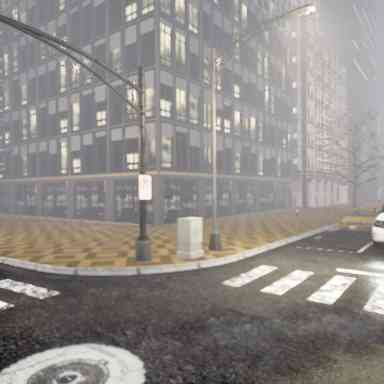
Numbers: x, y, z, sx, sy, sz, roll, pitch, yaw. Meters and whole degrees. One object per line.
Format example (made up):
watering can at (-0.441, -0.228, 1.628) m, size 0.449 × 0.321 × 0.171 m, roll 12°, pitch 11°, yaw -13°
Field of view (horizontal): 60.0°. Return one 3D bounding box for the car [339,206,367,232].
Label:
car at (9.836, 1.521, 19.333) m, size 1.752 × 1.417 × 4.829 m, roll -1°, pitch 0°, yaw 36°

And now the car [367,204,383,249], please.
car at (9.187, 1.210, 14.090) m, size 2.150 × 2.045 × 5.566 m, roll 0°, pitch 0°, yaw 37°
